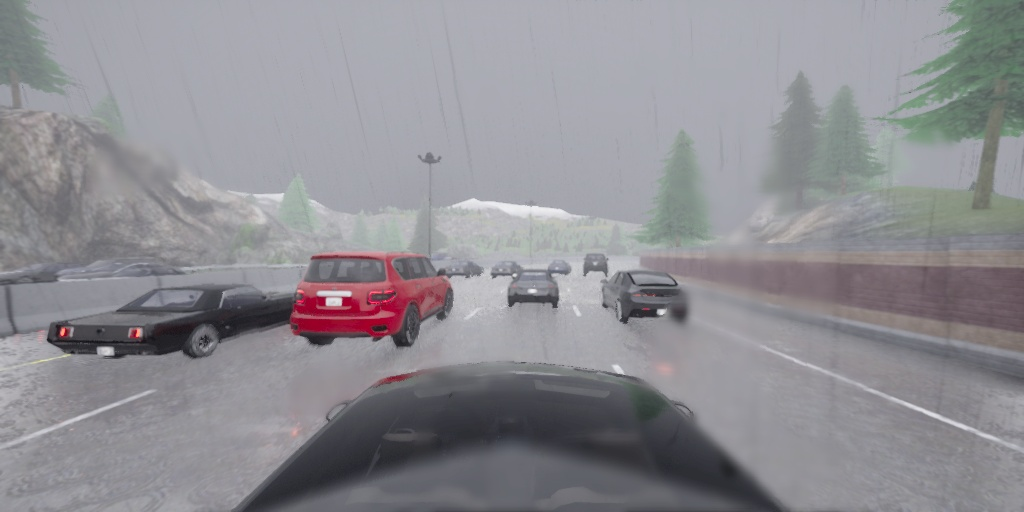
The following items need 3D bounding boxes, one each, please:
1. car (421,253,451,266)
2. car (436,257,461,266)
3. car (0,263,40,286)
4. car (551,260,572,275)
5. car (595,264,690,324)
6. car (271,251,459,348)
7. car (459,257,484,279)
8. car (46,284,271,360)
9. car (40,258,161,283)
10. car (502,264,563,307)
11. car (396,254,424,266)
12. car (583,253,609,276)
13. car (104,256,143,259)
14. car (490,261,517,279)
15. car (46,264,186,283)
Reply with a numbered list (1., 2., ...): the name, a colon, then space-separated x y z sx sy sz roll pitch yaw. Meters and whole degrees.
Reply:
1. car: -12.726 0.503 60.690 2.150 2.045 5.566 0 0 23
2. car: -10.147 0.838 57.723 1.812 1.442 4.674 0 0 22
3. car: -26.762 1.069 20.919 2.033 1.411 5.357 0 0 7
4. car: 4.669 1.089 35.083 1.994 1.385 4.181 0 0 14
5. car: 4.144 1.197 11.807 1.837 1.490 4.892 0 1 4
6. car: -3.086 0.907 9.209 2.150 2.045 5.566 0 0 3
7. car: -3.880 1.084 29.502 2.033 1.411 5.357 0 0 12
8. car: -6.645 1.282 8.176 1.895 1.301 4.718 0 0 3
9. car: -19.960 1.053 18.593 2.128 1.511 4.902 0 0 7
10. car: 0.950 1.222 14.960 1.994 1.385 4.181 0 0 6
11. car: -16.886 0.627 59.698 2.097 1.767 4.553 0 0 21
12. car: 7.901 0.767 33.740 2.150 2.045 5.566 0 0 14
13. car: -23.186 0.886 20.907 2.097 1.767 4.553 0 0 8
14. car: -0.325 1.096 29.436 2.033 1.411 5.357 0 0 12
15. car: -16.740 1.191 16.114 1.895 1.301 4.718 0 0 6
